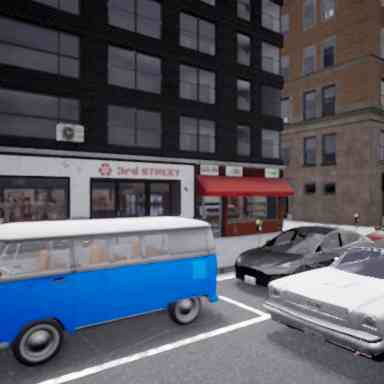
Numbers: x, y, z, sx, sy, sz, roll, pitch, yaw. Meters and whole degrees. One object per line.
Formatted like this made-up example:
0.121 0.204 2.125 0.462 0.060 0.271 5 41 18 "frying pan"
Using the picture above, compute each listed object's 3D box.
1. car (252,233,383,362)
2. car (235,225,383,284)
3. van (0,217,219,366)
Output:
3.459 1.620 5.767 4.718 1.301 1.895 0 0 -35 "car"
3.084 1.589 8.633 4.313 1.339 1.947 0 0 -35 "car"
-1.437 1.346 5.500 3.998 1.788 1.690 0 0 -35 "van"
